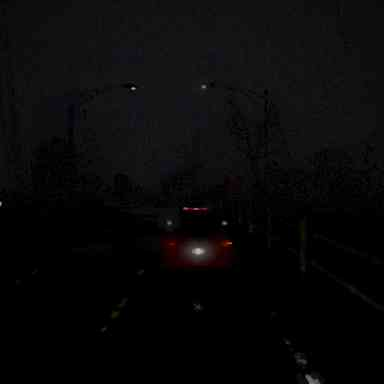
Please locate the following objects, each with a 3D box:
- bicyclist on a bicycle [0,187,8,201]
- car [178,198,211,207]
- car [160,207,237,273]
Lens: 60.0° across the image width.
[{"bbox_3d":[-22.370,0.203,39.509,0.582,1.620,1.656,1,1,0],"label":"bicyclist on a bicycle"},{"bbox_3d":[0.186,1.092,20.689,2.128,1.511,4.902,0,1,-1],"label":"car"},{"bbox_3d":[0.157,1.367,10.011,1.994,1.385,4.181,0,1,0],"label":"car"}]
